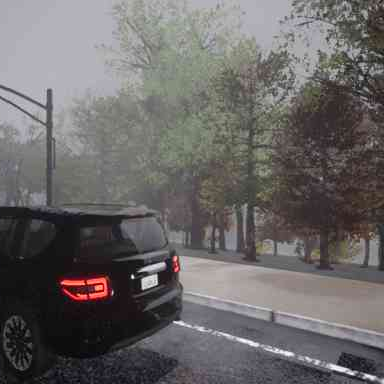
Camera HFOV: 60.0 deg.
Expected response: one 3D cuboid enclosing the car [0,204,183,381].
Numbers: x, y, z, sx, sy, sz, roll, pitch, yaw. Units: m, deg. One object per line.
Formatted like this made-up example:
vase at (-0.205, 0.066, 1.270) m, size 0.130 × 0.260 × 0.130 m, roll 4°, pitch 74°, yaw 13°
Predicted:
car at (-2.756, 1.221, 5.680) m, size 5.566 × 2.045 × 2.150 m, roll 0°, pitch 0°, yaw 34°
